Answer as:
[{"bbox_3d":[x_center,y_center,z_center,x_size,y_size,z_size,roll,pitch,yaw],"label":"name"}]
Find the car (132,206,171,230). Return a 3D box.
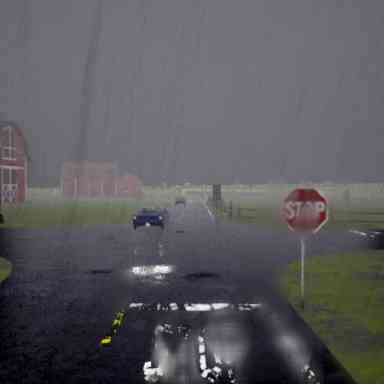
[{"bbox_3d":[-2.433,1.561,20.703,1.895,1.301,4.718,0,-1,1],"label":"car"}]

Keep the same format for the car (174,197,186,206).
[{"bbox_3d":[-1.898,1.494,55.783,2.033,1.411,5.357,0,0,1],"label":"car"}]
